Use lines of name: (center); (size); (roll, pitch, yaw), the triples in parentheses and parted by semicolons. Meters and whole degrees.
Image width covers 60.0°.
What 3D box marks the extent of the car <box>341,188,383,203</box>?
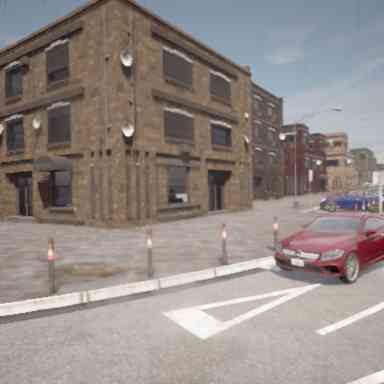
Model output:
car: (18.472, 0.345, 34.780); (4.892, 1.521, 2.231); (0, 2, 34)

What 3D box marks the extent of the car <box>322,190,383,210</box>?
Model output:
car: (13.819, 0.617, 27.941); (5.008, 1.535, 2.097); (0, 1, 34)

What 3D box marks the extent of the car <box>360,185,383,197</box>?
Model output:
car: (26.223, -0.139, 46.170); (5.008, 1.535, 2.097); (0, 2, 34)

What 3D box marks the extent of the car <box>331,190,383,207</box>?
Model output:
car: (15.376, 0.567, 30.215); (4.674, 1.452, 2.002); (0, 2, 34)

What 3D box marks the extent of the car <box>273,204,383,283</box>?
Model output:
car: (4.161, 1.277, 9.079); (4.674, 1.442, 1.812); (-2, 1, -40)

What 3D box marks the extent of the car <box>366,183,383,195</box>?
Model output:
car: (29.299, -0.454, 50.737); (4.553, 1.767, 2.185); (0, 2, 34)

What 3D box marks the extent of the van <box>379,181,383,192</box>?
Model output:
van: (38.791, -1.102, 64.423); (4.442, 1.987, 1.878); (0, 2, 34)

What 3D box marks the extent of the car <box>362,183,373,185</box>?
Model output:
car: (16.947, 0.311, 32.473); (4.553, 1.767, 2.185); (0, 2, 34)

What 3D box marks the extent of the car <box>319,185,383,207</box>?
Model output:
car: (12.293, 0.577, 25.635); (4.553, 1.767, 2.185); (0, 1, 34)

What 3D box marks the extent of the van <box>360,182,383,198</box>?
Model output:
van: (24.768, -0.270, 43.817); (4.442, 1.987, 1.878); (0, 2, 34)

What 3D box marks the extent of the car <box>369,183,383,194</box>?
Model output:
car: (30.901, -0.548, 52.981); (4.553, 1.767, 2.185); (0, 2, 34)
